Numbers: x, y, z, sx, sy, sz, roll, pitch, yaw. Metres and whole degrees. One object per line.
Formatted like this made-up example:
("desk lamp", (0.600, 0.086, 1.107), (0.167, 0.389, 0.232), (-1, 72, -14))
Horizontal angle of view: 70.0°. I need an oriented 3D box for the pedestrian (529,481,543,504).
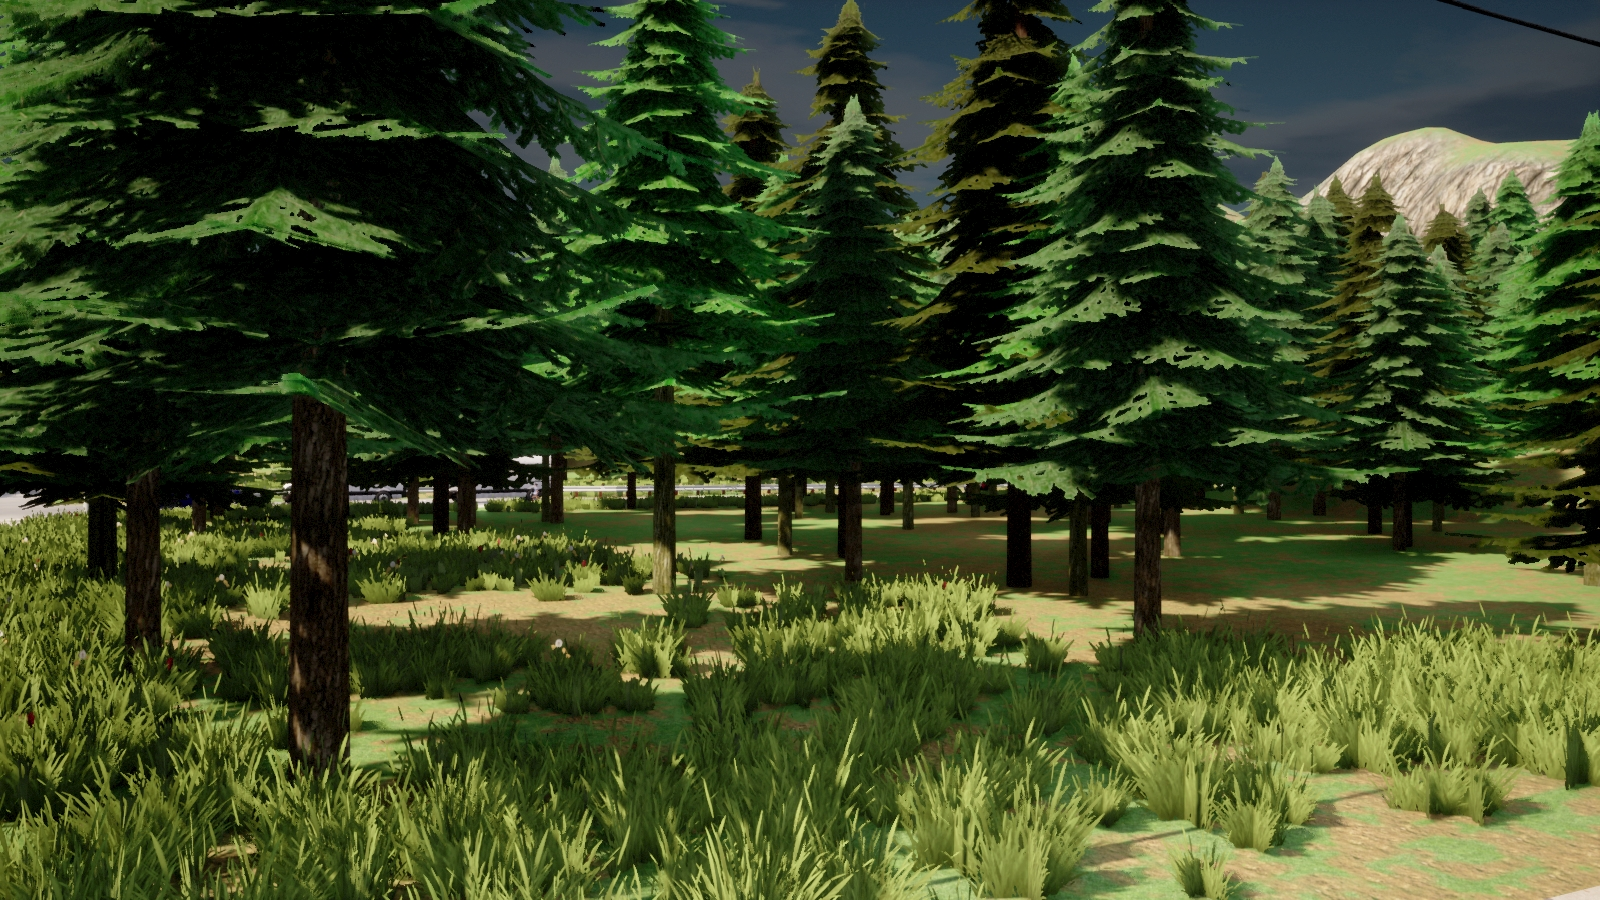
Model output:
("pedestrian", (-12.687, 2.050, 54.860), (0.500, 1.100, 0.500), (0, 0, -42))
